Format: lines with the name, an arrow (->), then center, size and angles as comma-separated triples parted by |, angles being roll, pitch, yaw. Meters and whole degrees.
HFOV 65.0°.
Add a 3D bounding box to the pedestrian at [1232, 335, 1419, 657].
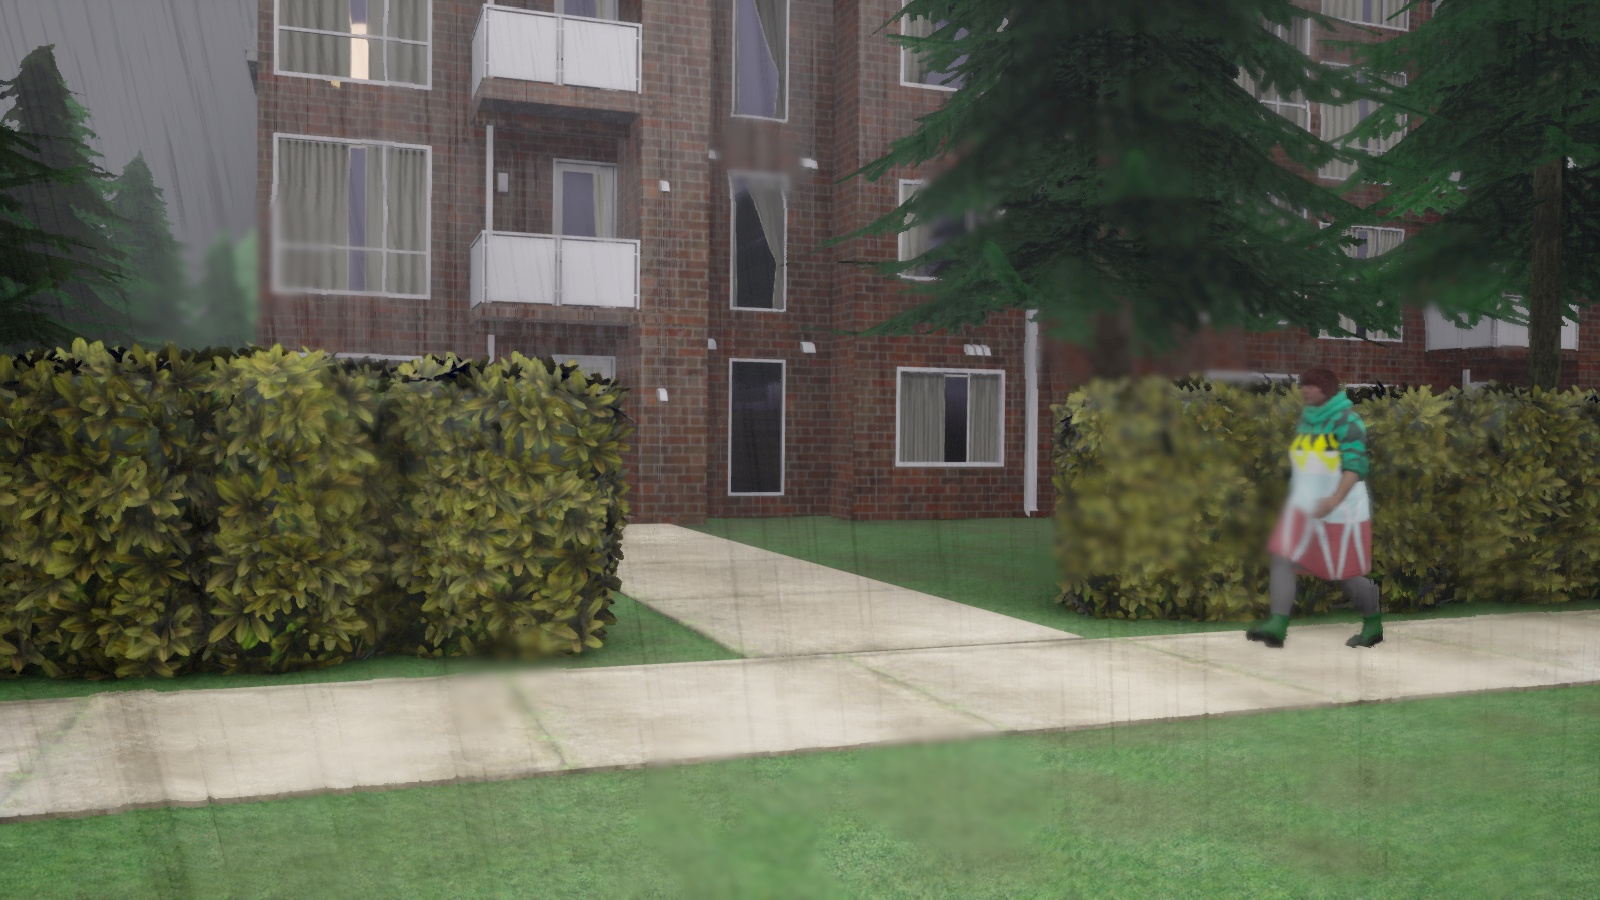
pedestrian -> 3.350, 0.270, 8.035 | 0.873, 1.952, 0.659 | -1, 1, -16
